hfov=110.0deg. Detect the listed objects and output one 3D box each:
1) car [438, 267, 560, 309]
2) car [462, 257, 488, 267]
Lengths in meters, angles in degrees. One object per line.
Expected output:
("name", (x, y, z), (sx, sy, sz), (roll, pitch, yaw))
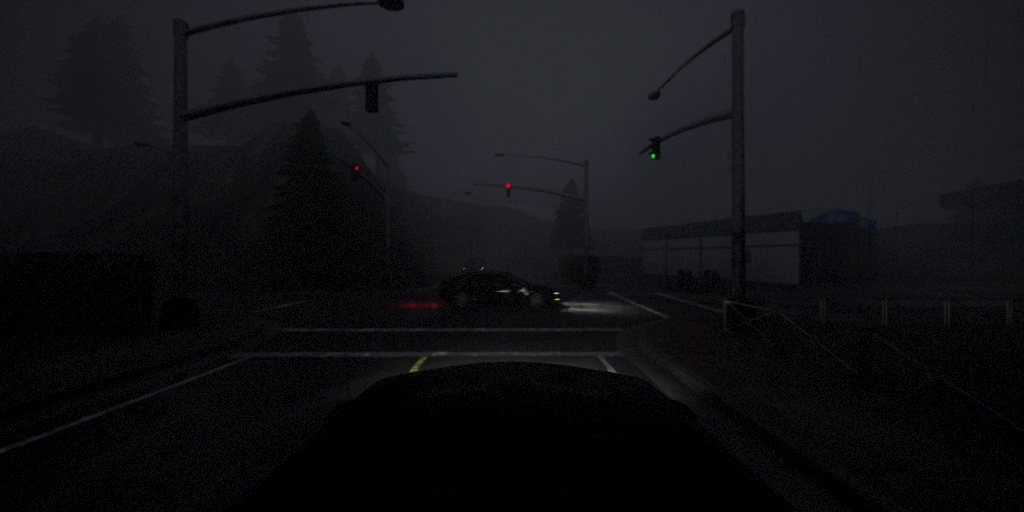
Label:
("car", (-0.512, 1.343, 14.584), (4.892, 1.490, 1.837), (1, 0, 2))
("car", (-3.543, 1.097, 35.157), (2.150, 2.045, 5.566), (0, 0, 0))
